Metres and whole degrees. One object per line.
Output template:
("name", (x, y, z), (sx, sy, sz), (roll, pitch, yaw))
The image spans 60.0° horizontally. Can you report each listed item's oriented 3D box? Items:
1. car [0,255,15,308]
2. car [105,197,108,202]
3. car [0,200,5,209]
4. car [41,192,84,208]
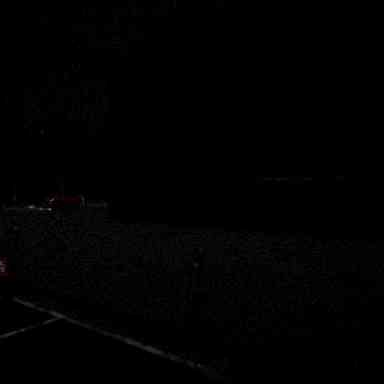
("car", (-5.384, 1.447, 6.636), (4.097, 1.590, 1.967), (0, 1, 35))
("car", (-9.385, 0.824, 44.964), (1.895, 1.301, 4.718), (1, 2, 35))
("car", (-19.796, 1.155, 30.353), (1.837, 1.490, 4.892), (1, 2, 35))
("car", (-14.600, 0.787, 37.644), (2.097, 1.767, 4.553), (1, 2, 35))
